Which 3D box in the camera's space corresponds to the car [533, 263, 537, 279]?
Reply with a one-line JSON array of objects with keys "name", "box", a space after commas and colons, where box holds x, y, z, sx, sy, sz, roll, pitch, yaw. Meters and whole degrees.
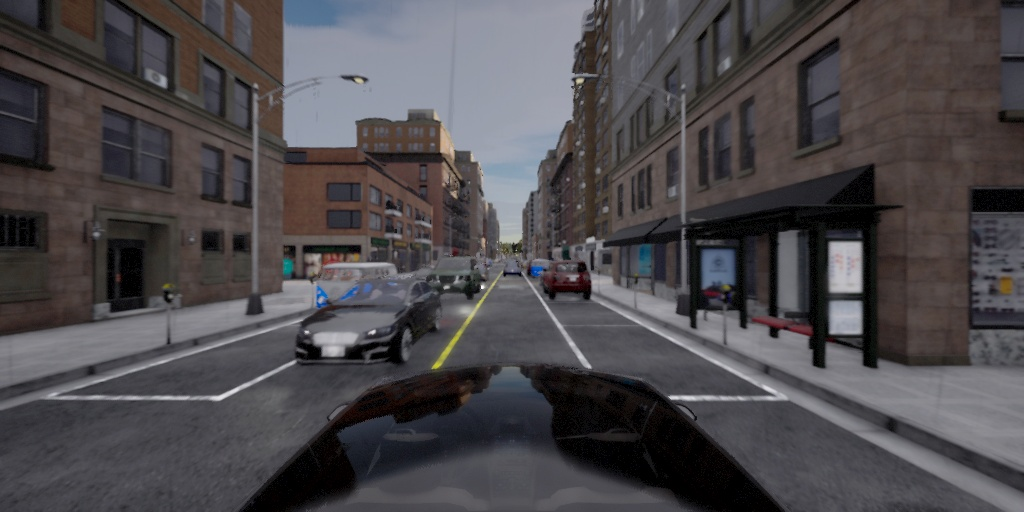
[{"name": "car", "box": [2.699, 1.382, 23.730, 2.007, 1.370, 4.403, 0, 0, 0]}]

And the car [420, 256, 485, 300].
[{"name": "car", "box": [-2.847, 1.029, 18.569, 2.150, 2.045, 5.566, 0, 0, 0]}]

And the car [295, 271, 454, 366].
[{"name": "car", "box": [-2.849, 1.262, 8.175, 2.128, 1.511, 4.902, 0, 0, 0]}]

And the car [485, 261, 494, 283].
[{"name": "car", "box": [-2.837, 1.393, 29.328, 2.033, 1.411, 5.357, 0, 0, 0]}]

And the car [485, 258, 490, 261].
[{"name": "car", "box": [-5.399, 1.270, 61.572, 2.192, 1.841, 5.009, 0, 0, 0]}]

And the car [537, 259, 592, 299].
[{"name": "car", "box": [2.705, 1.127, 18.324, 2.192, 1.841, 5.009, 0, 0, 0]}]

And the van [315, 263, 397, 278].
[{"name": "van", "box": [-5.407, 1.126, 12.916, 1.690, 1.789, 3.998, 0, 0, 0]}]

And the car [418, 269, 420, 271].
[{"name": "car", "box": [-5.405, 1.389, 23.728, 1.948, 1.339, 4.313, 0, 0, 0]}]

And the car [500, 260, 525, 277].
[{"name": "car", "box": [0.054, 1.443, 38.013, 1.994, 1.385, 4.181, 0, 0, 0]}]

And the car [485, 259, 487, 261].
[{"name": "car", "box": [-5.400, 1.502, 56.166, 1.948, 1.339, 4.313, 0, 0, 0]}]

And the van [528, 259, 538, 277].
[{"name": "van", "box": [2.688, 1.211, 34.543, 1.690, 1.789, 3.998, 0, 0, 0]}]

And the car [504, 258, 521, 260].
[{"name": "car", "box": [0.012, 1.444, 49.353, 1.812, 1.442, 4.674, 0, 0, 0]}]

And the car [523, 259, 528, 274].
[{"name": "car", "box": [2.683, 1.203, 39.950, 2.192, 1.841, 5.009, 0, 0, 0]}]
